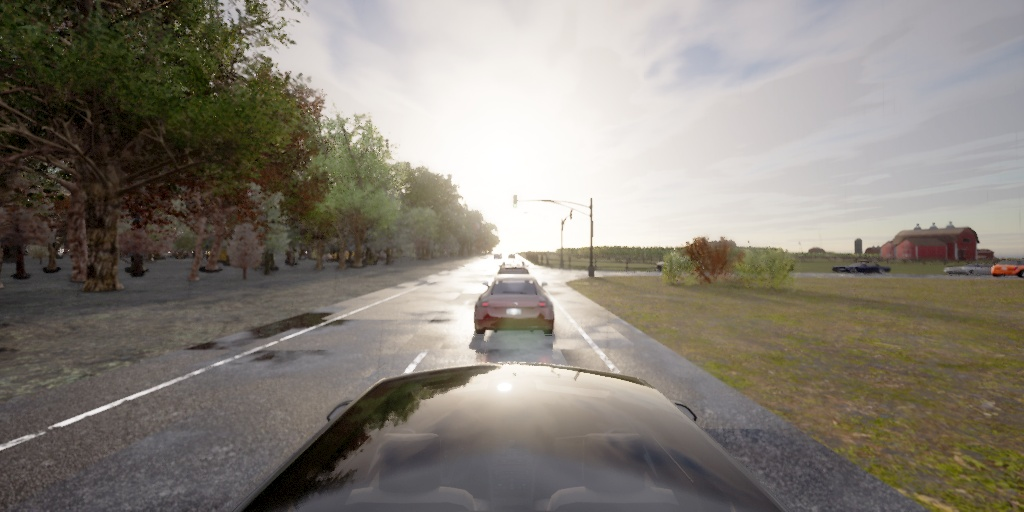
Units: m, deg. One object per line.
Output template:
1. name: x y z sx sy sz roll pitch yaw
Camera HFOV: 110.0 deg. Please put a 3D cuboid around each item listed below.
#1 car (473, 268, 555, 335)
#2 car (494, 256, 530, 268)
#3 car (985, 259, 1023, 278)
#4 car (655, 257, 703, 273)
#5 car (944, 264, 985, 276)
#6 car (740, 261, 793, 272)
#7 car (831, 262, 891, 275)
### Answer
1. car: 0.085 1.201 10.123 1.994 1.385 4.181 0 1 1
2. car: 0.091 0.962 22.632 2.128 1.511 4.902 0 1 0
3. car: 48.891 1.192 34.066 4.553 1.767 2.097 1 0 0
4. car: 17.549 0.859 37.828 4.553 1.767 2.097 1 0 1
5. car: 48.627 1.449 37.612 4.718 1.301 1.895 1 0 1
6. car: 26.596 1.207 37.753 4.718 1.301 1.895 1 0 0
7. car: 36.642 1.317 37.708 4.718 1.301 1.895 1 0 0
